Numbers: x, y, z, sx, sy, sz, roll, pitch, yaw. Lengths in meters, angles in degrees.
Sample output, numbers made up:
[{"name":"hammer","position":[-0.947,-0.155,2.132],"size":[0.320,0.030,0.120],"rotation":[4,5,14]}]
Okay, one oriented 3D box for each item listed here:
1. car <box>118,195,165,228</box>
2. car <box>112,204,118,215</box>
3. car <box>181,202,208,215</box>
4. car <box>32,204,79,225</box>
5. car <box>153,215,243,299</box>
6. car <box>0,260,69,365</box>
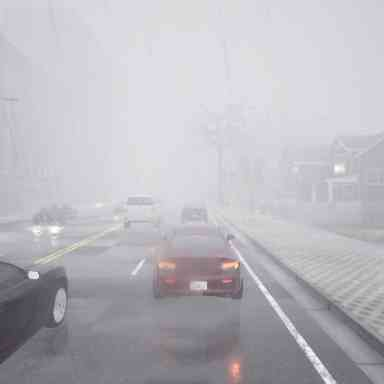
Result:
[{"name":"car","position":[-3.071,1.214,22.065],"size":[2.150,2.045,5.566],"rotation":[0,0,0]},{"name":"car","position":[-6.482,1.532,33.353],"size":[2.033,1.411,5.357],"rotation":[0,0,0]},{"name":"car","position":[0.189,1.469,25.280],"size":[1.882,1.535,5.008],"rotation":[0,0,0]},{"name":"car","position":[-9.766,1.556,24.069],"size":[1.994,1.385,4.181],"rotation":[0,0,0]},{"name":"car","position":[0.128,1.524,8.300],"size":[1.812,1.442,4.674],"rotation":[0,0,0]},{"name":"car","position":[-3.138,1.477,3.969],"size":[1.882,1.535,5.008],"rotation":[0,0,0]}]
